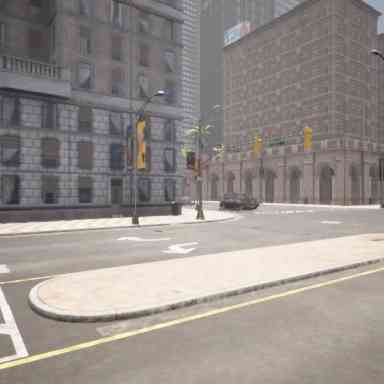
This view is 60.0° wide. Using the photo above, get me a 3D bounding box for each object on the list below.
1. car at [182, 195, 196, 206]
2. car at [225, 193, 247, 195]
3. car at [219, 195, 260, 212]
[{"bbox_3d":[-1.196,1.492,55.226,2.128,1.511,4.902,0,0,-34],"label":"car"},{"bbox_3d":[6.404,1.219,44.099,2.150,2.045,5.566,0,0,-35],"label":"car"},{"bbox_3d":[5.318,1.478,39.511,1.882,1.535,5.008,0,0,-34],"label":"car"}]
